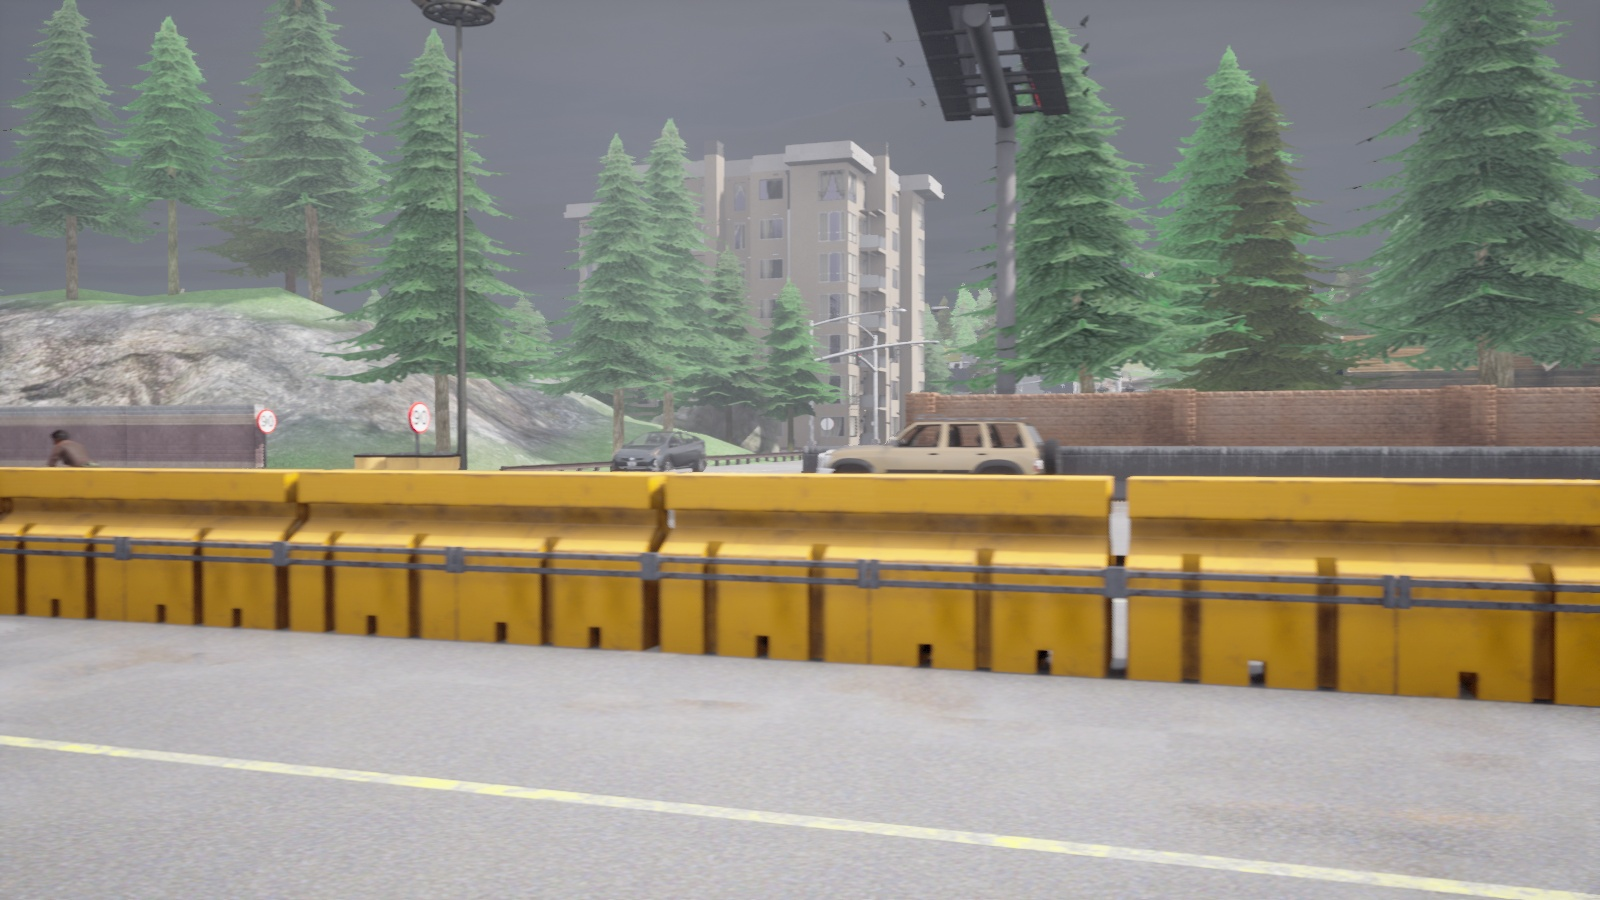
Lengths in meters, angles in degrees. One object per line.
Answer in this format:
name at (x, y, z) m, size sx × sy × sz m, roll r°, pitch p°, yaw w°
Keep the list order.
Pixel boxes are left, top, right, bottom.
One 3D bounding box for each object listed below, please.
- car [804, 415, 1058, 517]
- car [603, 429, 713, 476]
car at (2.567, 0.261, 24.483) m, size 4.605 × 1.855 × 1.932 m, roll 1°, pitch 1°, yaw 19°
car at (-4.830, 0.041, 43.383) m, size 2.007 × 1.525 × 4.514 m, roll 1°, pitch 1°, yaw 19°
